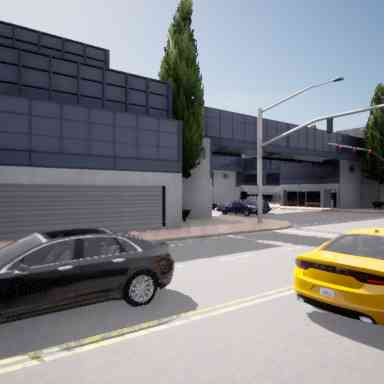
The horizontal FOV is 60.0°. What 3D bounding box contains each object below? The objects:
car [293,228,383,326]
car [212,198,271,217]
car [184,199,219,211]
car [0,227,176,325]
[{"bbox_3d":[4.206,1.478,6.843,5.008,1.535,1.882,0,0,-36],"label":"car"},{"bbox_3d":[4.640,1.547,32.067,2.033,1.411,5.357,0,0,-37],"label":"car"},{"bbox_3d":[1.133,1.601,42.586,1.895,1.301,4.718,0,0,-37],"label":"car"},{"bbox_3d":[-2.634,1.505,6.433,4.892,1.490,1.837,0,0,-36],"label":"car"}]
